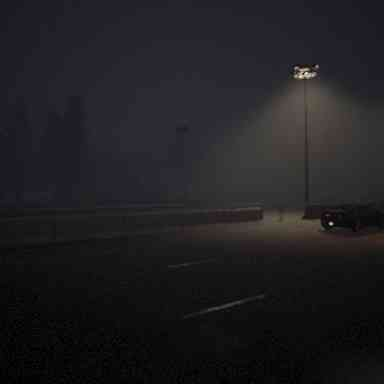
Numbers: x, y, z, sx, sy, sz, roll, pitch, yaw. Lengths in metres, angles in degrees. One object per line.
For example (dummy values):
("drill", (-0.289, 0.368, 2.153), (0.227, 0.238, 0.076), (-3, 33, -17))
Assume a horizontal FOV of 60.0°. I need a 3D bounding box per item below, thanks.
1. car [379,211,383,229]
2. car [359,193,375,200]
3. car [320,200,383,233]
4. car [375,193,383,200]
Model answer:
("car", (11.374, 1.402, 16.160), (4.892, 1.490, 1.837), (0, 0, -35))
("car", (33.608, 1.112, 62.240), (5.566, 2.045, 2.150), (1, -1, -35))
("car", (9.332, 1.410, 19.004), (4.892, 1.490, 1.837), (0, 0, -35))
("car", (35.640, 1.112, 59.390), (5.566, 2.045, 2.150), (1, -1, -35))
